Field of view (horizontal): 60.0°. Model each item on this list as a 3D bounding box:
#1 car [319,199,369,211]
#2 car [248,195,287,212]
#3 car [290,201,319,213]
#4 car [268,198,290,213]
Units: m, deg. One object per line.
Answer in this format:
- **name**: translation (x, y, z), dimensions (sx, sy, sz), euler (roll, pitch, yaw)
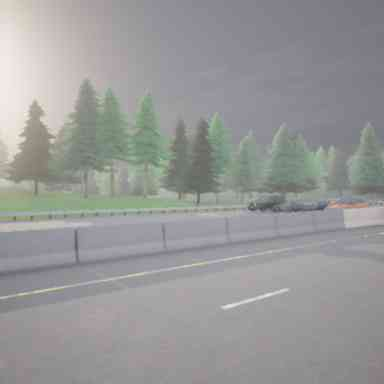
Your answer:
- **car**: translation (14.674, 1.399, 31.501), dimensions (4.553, 1.767, 2.097), euler (-1, 0, -32)
- **car**: translation (9.377, 1.421, 40.575), dimensions (5.566, 2.045, 2.150), euler (0, 0, -32)
- **car**: translation (13.099, 1.634, 34.644), dimensions (5.357, 1.411, 2.033), euler (0, 0, -32)
- **car**: translation (11.066, 1.678, 37.501), dimensions (4.181, 1.385, 1.994), euler (0, 0, -32)
